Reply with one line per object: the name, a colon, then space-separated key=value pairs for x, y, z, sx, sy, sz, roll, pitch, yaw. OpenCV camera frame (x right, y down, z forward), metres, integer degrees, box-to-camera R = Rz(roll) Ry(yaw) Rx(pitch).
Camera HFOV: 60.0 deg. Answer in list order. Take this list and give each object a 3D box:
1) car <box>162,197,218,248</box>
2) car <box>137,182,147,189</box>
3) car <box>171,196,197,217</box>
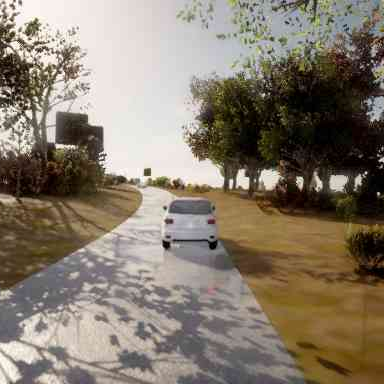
car: x=-0.121 y=1.214 z=14.700 sx=2.150 sy=2.045 sz=5.566 roll=0 pitch=1 yaw=-1
car: x=-11.392 y=-1.541 z=75.605 sx=1.812 sy=1.442 sz=4.674 roll=1 pitch=3 yaw=-15
car: x=-0.836 y=1.185 z=29.712 sx=2.033 sy=1.411 sz=5.357 roll=0 pitch=2 yaw=-4
